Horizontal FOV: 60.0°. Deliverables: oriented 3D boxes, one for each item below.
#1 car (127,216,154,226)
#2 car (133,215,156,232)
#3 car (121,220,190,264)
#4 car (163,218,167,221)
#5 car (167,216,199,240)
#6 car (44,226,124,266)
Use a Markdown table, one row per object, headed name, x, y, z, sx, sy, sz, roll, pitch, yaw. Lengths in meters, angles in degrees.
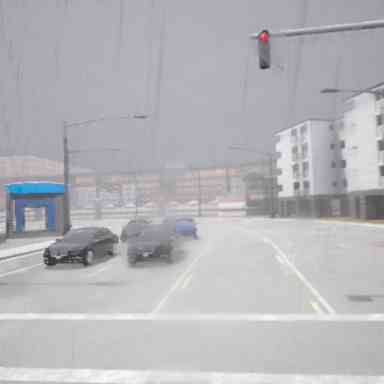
| name | x | y | z | sx | sy | sz | roll | pitch | yaw |
| --- | --- | --- | --- | --- | --- | --- | --- | --- | --- |
| car | -3.994 | 2.845 | 24.987 | 1.837 | 1.490 | 4.892 | -2 | -3 | 1 |
| car | -5.395 | 3.441 | 36.934 | 1.837 | 1.490 | 4.892 | -1 | -1 | -16 |
| car | -1.495 | 2.307 | 15.283 | 1.837 | 1.490 | 4.892 | -2 | -3 | 7 |
| car | -2.110 | 3.442 | 38.087 | 1.994 | 1.385 | 4.181 | -1 | -3 | -16 |
| car | -0.538 | 2.693 | 24.949 | 1.882 | 1.535 | 5.008 | -2 | -3 | 1 |
| car | -4.974 | 2.445 | 15.567 | 1.837 | 1.490 | 4.892 | -2 | -3 | 7 |
